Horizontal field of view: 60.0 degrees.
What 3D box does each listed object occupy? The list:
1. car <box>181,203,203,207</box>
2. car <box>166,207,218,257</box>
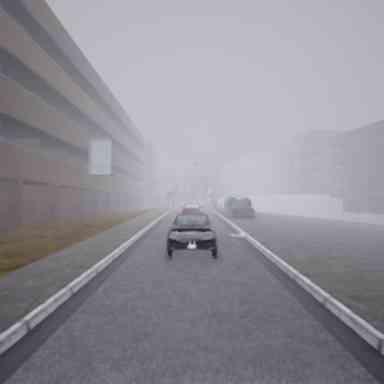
[{"bbox_3d":[0.013,1.649,28.882,1.812,1.442,4.674,0,0,0],"label":"car"},{"bbox_3d":[0.014,1.588,13.459,2.128,1.511,4.902,0,0,0],"label":"car"}]
